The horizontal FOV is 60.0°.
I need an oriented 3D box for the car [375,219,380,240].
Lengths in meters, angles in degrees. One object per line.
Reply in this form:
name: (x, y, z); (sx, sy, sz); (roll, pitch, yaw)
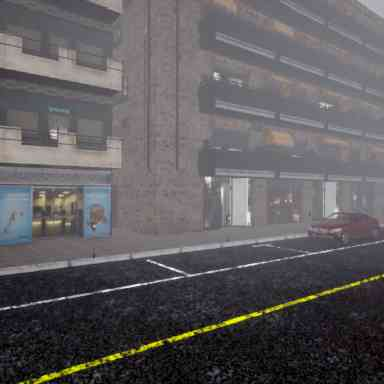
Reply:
car: (6.857, 1.353, 8.325); (4.553, 1.767, 2.097); (0, 0, -36)

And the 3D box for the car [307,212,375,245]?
car: (7.172, 1.583, 15.538); (4.206, 1.307, 1.802); (0, 0, -35)
